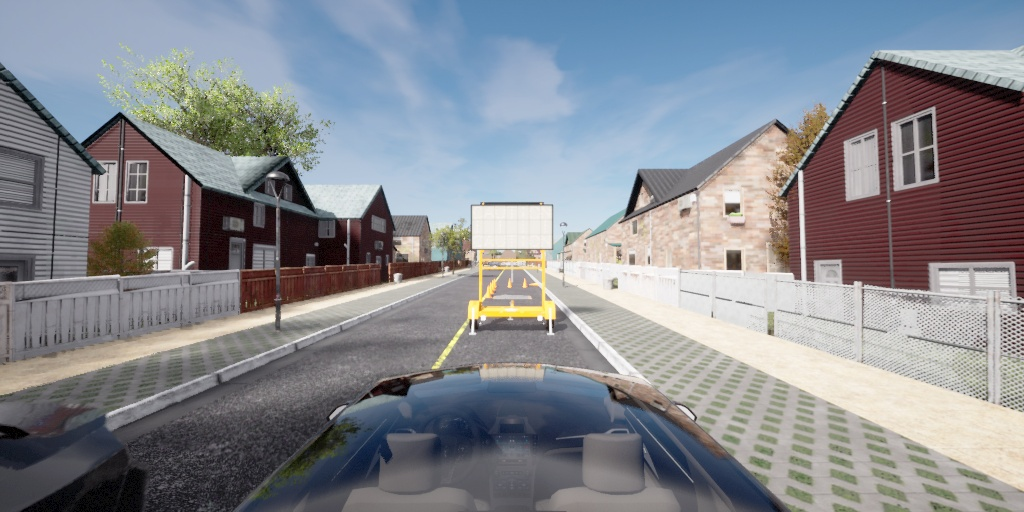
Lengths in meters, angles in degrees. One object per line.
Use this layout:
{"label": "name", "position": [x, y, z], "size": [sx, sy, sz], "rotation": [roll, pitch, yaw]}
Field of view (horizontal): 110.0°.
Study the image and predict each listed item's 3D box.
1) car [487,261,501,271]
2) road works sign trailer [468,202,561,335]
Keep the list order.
{"label": "car", "position": [-2.698, 1.509, 54.670], "size": [2.128, 1.511, 4.902], "rotation": [0, 0, 0]}
{"label": "road works sign trailer", "position": [0.005, 0.229, 10.559], "size": [2.380, 3.560, 2.880], "rotation": [0, 0, 1]}
